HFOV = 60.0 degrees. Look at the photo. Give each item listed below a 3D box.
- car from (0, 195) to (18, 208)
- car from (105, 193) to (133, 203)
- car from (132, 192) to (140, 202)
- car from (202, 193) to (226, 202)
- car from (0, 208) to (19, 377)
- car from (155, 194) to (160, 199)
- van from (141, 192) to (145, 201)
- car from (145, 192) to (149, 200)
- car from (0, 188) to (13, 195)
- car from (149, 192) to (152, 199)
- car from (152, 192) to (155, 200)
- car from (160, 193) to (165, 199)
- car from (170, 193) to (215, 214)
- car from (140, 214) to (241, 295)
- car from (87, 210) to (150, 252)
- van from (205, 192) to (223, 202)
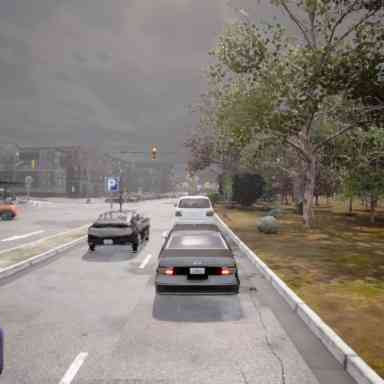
[{"bbox_3d":[-16.660,1.405,27.011,4.553,1.767,2.185,-1,0,-19],"label":"car"},{"bbox_3d":[-14.523,1.359,64.819,4.792,1.488,2.163,-1,0,-15],"label":"car"},{"bbox_3d":[-13.882,1.316,67.812,5.366,1.575,1.946,-1,0,-15],"label":"car"},{"bbox_3d":[4.581,1.143,70.407,4.553,1.767,2.185,1,0,-14],"label":"car"},{"bbox_3d":[-2.902,1.221,0.893,2.150,2.045,5.566,0,0,0],"label":"car"},{"bbox_3d":[-11.561,1.358,88.757,4.674,1.452,2.002,-1,0,-12],"label":"car"},{"bbox_3d":[-13.330,1.094,73.805,4.442,1.987,1.878,-1,0,-14],"label":"van"},{"bbox_3d":[-13.106,1.322,76.776,4.892,1.521,2.231,-1,0,-14],"label":"car"},{"bbox_3d":[-31.232,0.138,55.667,2.002,1.452,4.674,6,-3,-19],"label":"car"},{"bbox_3d":[-12.737,1.360,79.772,4.674,1.452,2.002,-1,0,-13],"label":"car"},{"bbox_3d":[-12.369,1.360,82.774,4.674,1.452,2.002,-1,0,-13],"label":"car"},{"bbox_3d":[-11.114,1.066,91.764,5.566,2.045,2.435,-1,0,-12],"label":"car"},{"bbox_3d":[0.129,1.246,19.106,2.150,2.045,5.566,0,0,0],"label":"car"},{"bbox_3d":[0.096,1.556,8.857,2.033,1.411,5.357,0,0,0],"label":"car"},{"bbox_3d":[-2.895,1.509,13.937,2.128,1.511,4.902,0,0,0],"label":"car"},{"bbox_3d":[4.201,1.044,67.437,4.442,1.987,1.878,1,0,-14],"label":"van"}]
